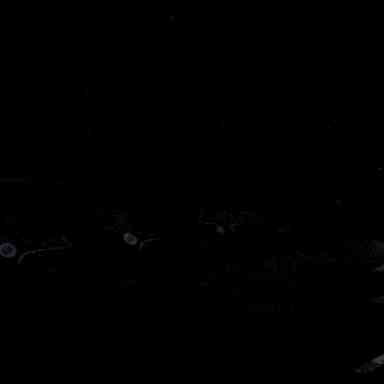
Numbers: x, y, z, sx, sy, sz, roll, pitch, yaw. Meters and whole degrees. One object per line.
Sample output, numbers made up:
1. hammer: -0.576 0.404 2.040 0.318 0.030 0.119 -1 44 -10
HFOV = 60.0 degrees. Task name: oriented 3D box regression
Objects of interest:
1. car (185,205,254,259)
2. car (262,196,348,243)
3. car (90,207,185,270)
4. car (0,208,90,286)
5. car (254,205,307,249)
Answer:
1. car: -0.311 1.351 12.759 4.553 1.767 2.185 -1 0 34
2. car: 4.559 1.218 16.296 5.566 2.045 2.435 -1 0 35
3. car: -2.820 1.356 11.044 4.553 1.767 2.185 -1 -1 34
4. car: -5.281 1.360 9.282 4.553 1.767 2.185 -1 -1 35
5. car: 2.123 1.474 14.537 4.892 1.521 2.231 -1 -1 34
